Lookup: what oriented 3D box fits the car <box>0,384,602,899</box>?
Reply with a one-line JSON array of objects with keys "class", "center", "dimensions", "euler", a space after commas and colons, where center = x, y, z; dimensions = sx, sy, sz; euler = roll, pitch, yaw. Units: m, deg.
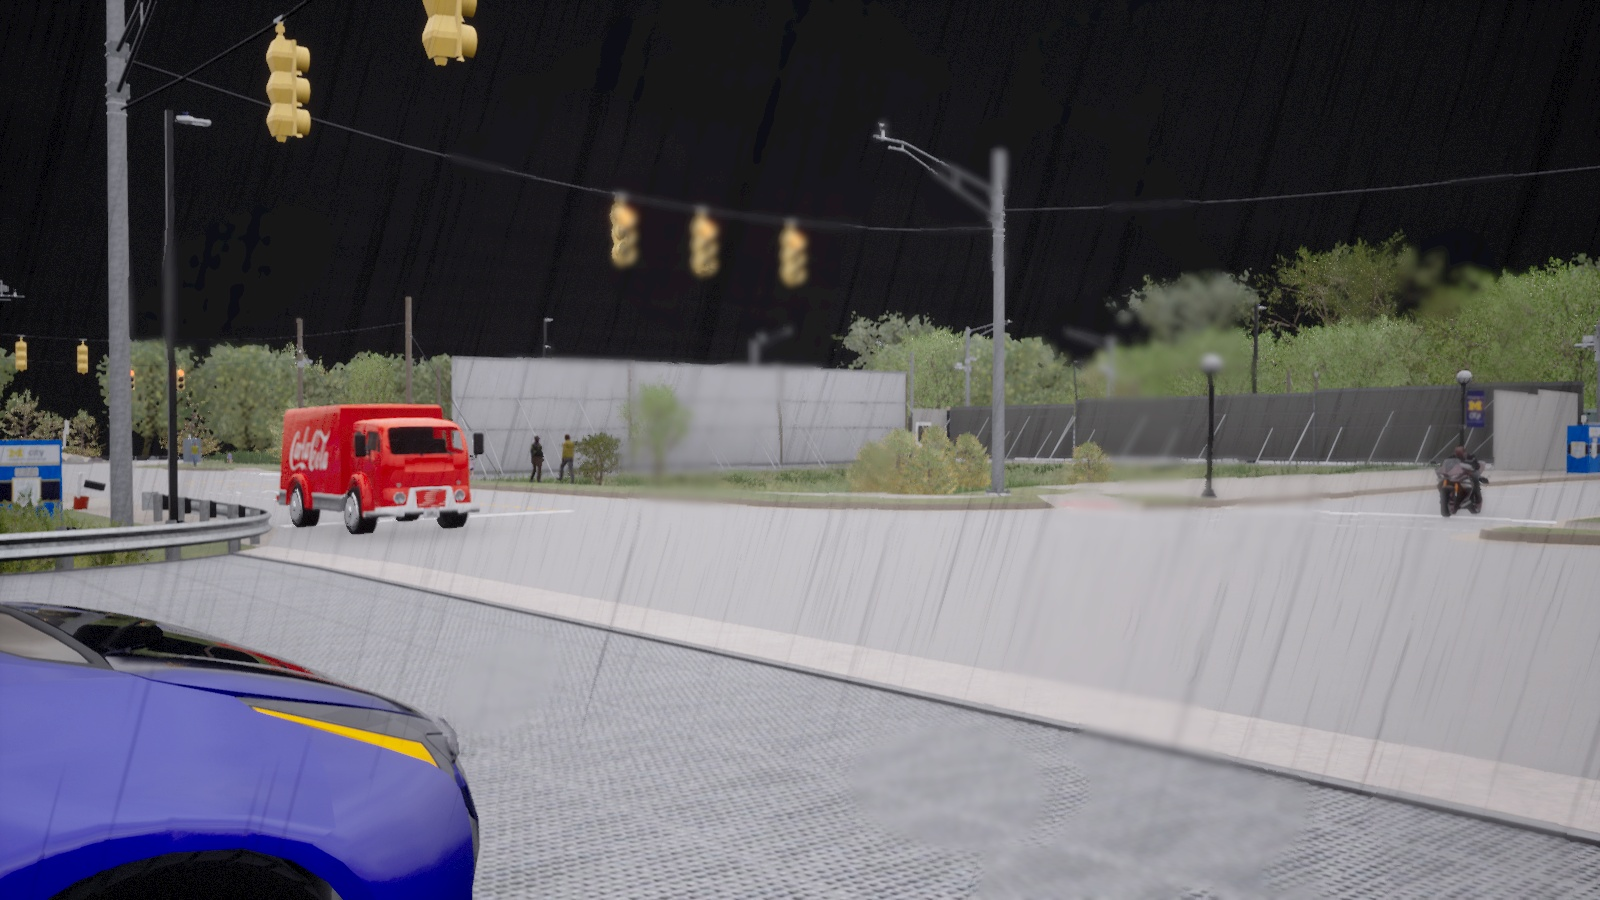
[{"class": "car", "center": [-2.781, 0.682, 1.930], "dimensions": [4.514, 1.525, 2.007], "euler": [-1, 1, -42]}]

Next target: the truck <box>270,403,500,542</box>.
[{"class": "truck", "center": [-8.426, 0.370, 25.161], "dimensions": [2.627, 2.467, 5.204], "euler": [-2, 1, -39]}]

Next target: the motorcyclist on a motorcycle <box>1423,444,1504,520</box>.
[{"class": "motorcyclist on a motorcycle", "center": [14.175, 0.655, 26.815], "dimensions": [2.191, 1.530, 0.866], "euler": [-1, 0, -43]}]

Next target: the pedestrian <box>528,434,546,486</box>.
[{"class": "pedestrian", "center": [-9.949, 0.372, 47.561], "dimensions": [0.395, 1.930, 0.692], "euler": [-1, 2, -37]}]

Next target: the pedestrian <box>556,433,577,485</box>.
[{"class": "pedestrian", "center": [-8.280, 0.321, 44.557], "dimensions": [0.370, 1.835, 0.726], "euler": [-2, 2, -43]}]

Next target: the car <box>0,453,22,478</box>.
[{"class": "car", "center": [-43.607, 0.844, 67.973], "dimensions": [1.895, 1.301, 4.718], "euler": [-1, 1, -40]}]
